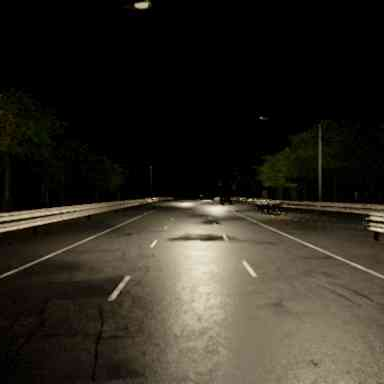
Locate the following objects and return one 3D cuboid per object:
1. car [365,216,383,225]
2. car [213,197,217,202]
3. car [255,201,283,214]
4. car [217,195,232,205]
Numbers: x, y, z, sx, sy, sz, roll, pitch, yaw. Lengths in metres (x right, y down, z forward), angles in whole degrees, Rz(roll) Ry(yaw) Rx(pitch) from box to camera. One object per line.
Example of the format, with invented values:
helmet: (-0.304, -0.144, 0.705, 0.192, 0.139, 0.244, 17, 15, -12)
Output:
car: (13.797, 1.700, 21.137, 2.033, 1.411, 5.357, 0, -1, -20)
car: (7.031, 2.095, 93.069, 1.812, 1.442, 4.674, 0, -1, 0)
car: (8.890, 1.737, 38.723, 2.128, 1.511, 4.902, 0, 0, -10)
car: (6.983, 1.572, 69.013, 2.150, 2.045, 5.566, 0, 0, 0)
